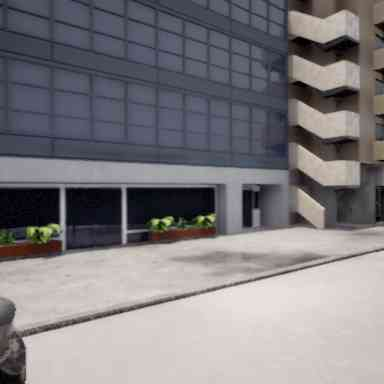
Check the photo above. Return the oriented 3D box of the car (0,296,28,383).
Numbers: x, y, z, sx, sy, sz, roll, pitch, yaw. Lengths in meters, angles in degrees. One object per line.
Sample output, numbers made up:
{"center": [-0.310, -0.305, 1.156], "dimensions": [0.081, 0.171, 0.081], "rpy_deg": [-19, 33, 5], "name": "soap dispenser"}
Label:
{"center": [-3.703, 1.514, 1.960], "dimensions": [4.892, 1.490, 1.837], "rpy_deg": [-1, 0, -36], "name": "car"}
